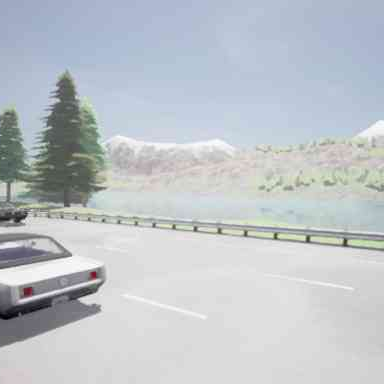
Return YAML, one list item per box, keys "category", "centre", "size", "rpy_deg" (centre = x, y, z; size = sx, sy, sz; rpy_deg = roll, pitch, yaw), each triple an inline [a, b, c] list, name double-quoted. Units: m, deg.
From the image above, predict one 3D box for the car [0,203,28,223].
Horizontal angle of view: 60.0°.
- category: "car"
  centre: [-12.489, 1.309, 20.749]
  size: [4.718, 1.301, 1.895]
  rpy_deg: [1, 0, 31]

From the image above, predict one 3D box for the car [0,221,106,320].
- category: "car"
  centre: [-4.014, 1.507, 6.845]
  size: [4.718, 1.301, 1.895]
  rpy_deg: [1, 1, 35]
